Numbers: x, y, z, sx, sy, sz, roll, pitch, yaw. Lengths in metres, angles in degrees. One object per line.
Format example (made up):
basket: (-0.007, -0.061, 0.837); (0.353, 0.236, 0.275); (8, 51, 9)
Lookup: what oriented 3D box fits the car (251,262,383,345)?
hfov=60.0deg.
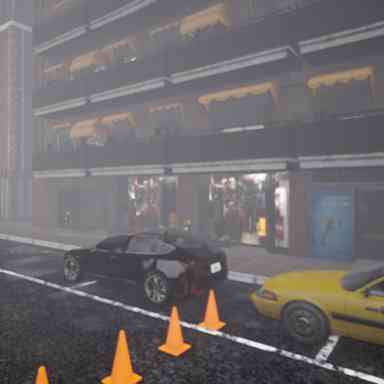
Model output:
car: (3.247, 1.526, 4.684); (4.829, 1.417, 1.752); (0, 0, 35)

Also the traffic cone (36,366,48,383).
traffic cone: (-1.409, 1.937, 3.123); (0.340, 0.580, 0.340); (0, 0, 35)

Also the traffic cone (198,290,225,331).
traffic cone: (0.326, 1.937, 5.571); (0.340, 0.580, 0.340); (0, 0, 35)

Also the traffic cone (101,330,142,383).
traffic cone: (-0.831, 1.937, 3.939); (0.340, 0.580, 0.340); (0, 0, 35)

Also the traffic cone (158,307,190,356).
traffic cone: (-0.252, 1.937, 4.755); (0.340, 0.580, 0.340); (0, 0, 35)

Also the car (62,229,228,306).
car: (-1.223, 1.532, 7.853); (4.313, 1.339, 1.947); (0, 0, 35)
